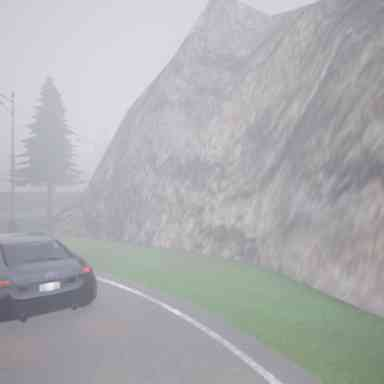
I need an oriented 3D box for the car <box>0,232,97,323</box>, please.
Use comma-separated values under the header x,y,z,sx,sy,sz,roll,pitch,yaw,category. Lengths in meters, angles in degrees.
x,y,z,sx,sy,sz,roll,pitch,yaw,category
-3.695,1.544,7.061,1.994,1.385,4.181,0,0,-41,car
